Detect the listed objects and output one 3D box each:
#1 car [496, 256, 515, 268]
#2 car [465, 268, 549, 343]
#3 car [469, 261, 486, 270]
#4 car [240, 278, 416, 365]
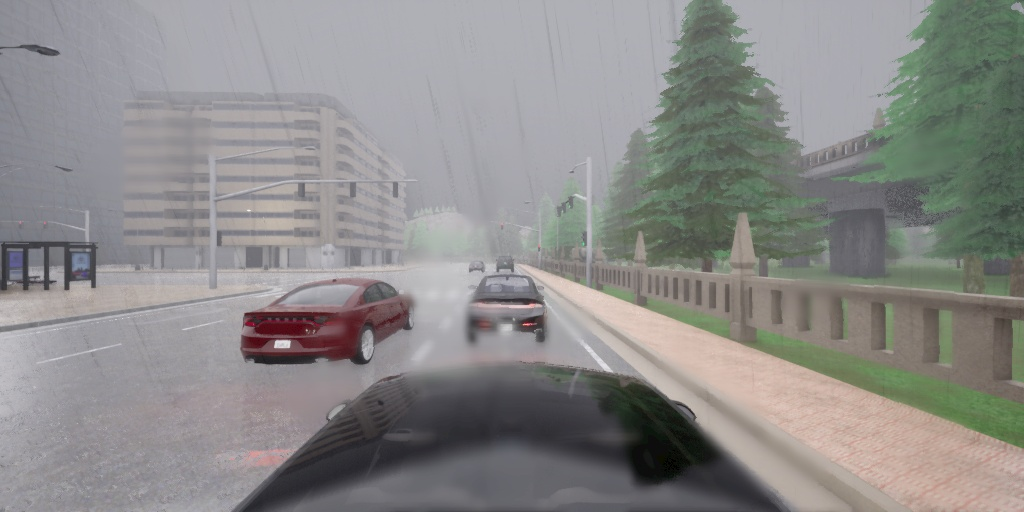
[{"bbox_3d":[-0.865,0.972,45.331,2.150,2.045,5.566,0,0,-1],"label":"car"},{"bbox_3d":[-0.127,1.242,9.643,2.128,1.511,4.902,0,0,-1],"label":"car"},{"bbox_3d":[-4.367,1.298,45.011,2.033,1.411,5.357,0,0,-1],"label":"car"},{"bbox_3d":[-3.595,1.228,8.081,1.882,1.535,5.008,0,0,0],"label":"car"}]
